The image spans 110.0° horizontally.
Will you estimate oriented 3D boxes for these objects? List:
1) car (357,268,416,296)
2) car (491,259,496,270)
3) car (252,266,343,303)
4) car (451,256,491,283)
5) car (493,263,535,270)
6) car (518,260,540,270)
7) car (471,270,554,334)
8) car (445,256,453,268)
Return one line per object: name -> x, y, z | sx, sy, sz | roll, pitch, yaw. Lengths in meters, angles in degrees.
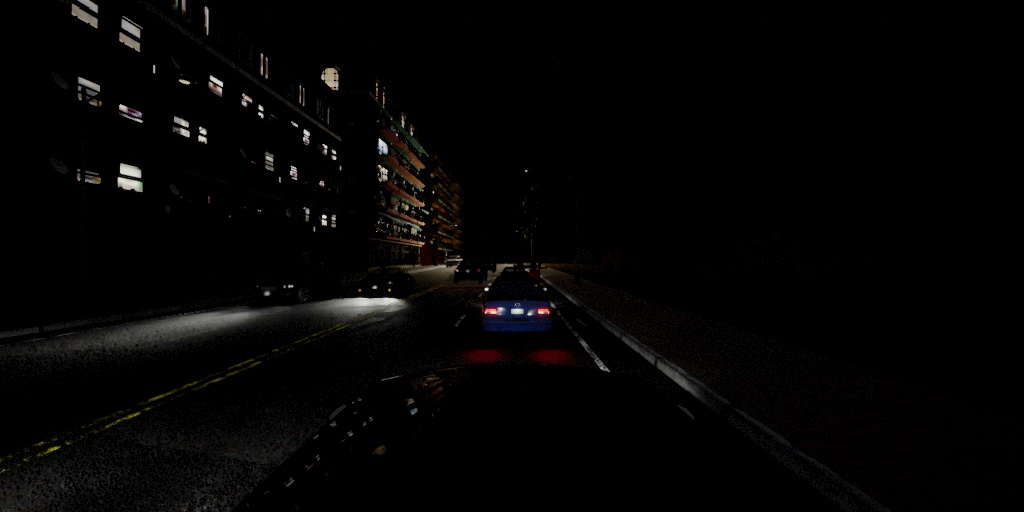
car -> -6.571, 1.317, 19.144 | 1.994, 1.385, 4.181 | 0, 0, 0
car -> -3.074, 1.106, 44.654 | 2.097, 1.767, 4.553 | 0, 0, 1
car -> -9.824, 1.244, 16.841 | 2.128, 1.511, 4.902 | 0, 0, 0
car -> -3.109, 1.106, 27.970 | 2.097, 1.767, 4.553 | 0, 0, 2
car -> 0.128, 1.317, 20.946 | 1.994, 1.385, 4.181 | 0, 0, 1
car -> 1.188, 1.105, 29.880 | 2.097, 1.767, 4.553 | 0, 0, 0
car -> 0.117, 1.299, 10.613 | 2.033, 1.411, 5.357 | 0, 0, 0
car -> -9.721, 0.976, 60.255 | 2.150, 2.045, 5.566 | 0, 0, 0
